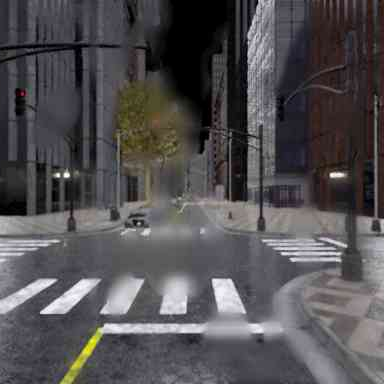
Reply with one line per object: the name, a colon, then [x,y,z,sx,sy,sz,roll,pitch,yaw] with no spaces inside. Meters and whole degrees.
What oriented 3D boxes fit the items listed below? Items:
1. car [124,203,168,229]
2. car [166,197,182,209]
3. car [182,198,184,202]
car: [-3.089,1.729,22.310,1.994,1.385,4.181,0,0,5]
car: [-2.934,1.773,51.590,1.882,1.535,5.008,0,0,0]
car: [-2.903,1.827,76.103,1.882,1.535,5.008,0,0,0]
